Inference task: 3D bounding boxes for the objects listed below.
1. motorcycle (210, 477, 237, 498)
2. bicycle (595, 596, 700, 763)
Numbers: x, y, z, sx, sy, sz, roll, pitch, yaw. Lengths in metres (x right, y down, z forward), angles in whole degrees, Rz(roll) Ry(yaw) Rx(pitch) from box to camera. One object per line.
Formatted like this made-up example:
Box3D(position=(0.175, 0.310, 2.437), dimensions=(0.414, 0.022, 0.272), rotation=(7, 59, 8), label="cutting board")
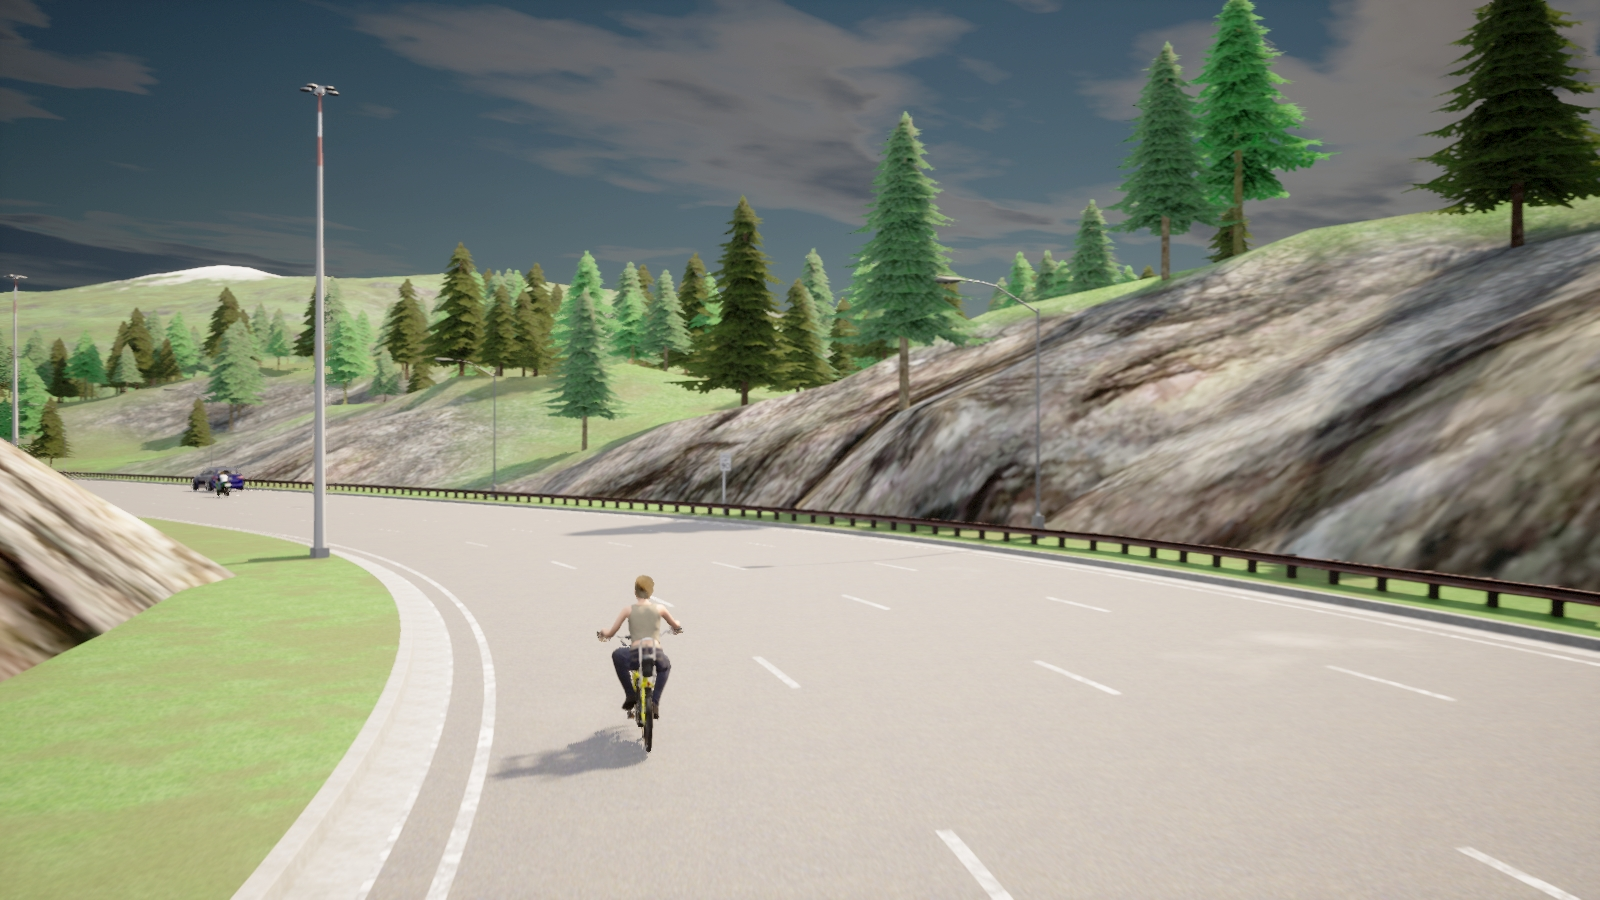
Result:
Box3D(position=(-34.489, 2.216, 68.327), dimensions=(0.803, 1.199, 2.033), rotation=(-1, 0, -45), label="motorcycle")
Box3D(position=(-1.509, 2.162, 11.063), dimensions=(0.859, 1.276, 1.487), rotation=(-1, 0, -13), label="bicycle")
